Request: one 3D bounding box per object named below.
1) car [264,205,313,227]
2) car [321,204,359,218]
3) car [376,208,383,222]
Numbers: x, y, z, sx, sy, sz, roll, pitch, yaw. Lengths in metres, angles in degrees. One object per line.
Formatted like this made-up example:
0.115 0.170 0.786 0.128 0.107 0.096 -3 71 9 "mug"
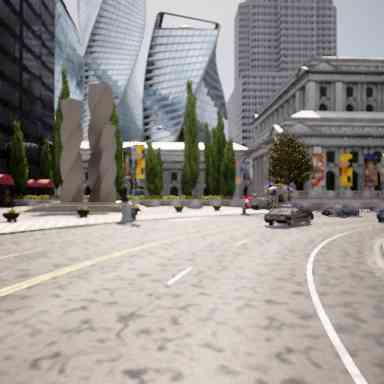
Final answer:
7.495 1.912 25.444 1.895 1.301 4.718 -1 -1 44 "car"
16.055 2.015 36.023 4.181 1.385 1.994 0 -1 -25 "car"
17.974 1.898 28.934 4.674 1.442 1.812 0 -1 -30 "car"
